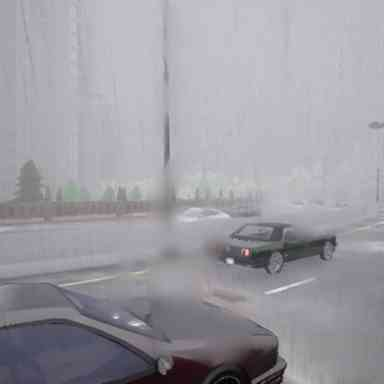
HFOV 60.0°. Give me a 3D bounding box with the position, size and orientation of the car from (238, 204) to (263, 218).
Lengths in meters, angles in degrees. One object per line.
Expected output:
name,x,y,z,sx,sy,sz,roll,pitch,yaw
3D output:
car,4.013,1.656,26.906,1.994,1.385,4.181,0,0,41

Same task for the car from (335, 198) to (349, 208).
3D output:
car,24.577,1.765,54.614,2.128,1.511,4.902,0,0,21

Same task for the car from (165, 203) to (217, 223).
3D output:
car,-0.051,1.661,27.643,1.994,1.385,4.181,0,0,43

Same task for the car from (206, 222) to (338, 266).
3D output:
car,2.747,1.628,10.648,4.718,1.301,1.895,0,0,-40

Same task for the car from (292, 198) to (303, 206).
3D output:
car,20.297,1.930,64.057,1.994,1.385,4.181,0,-1,15

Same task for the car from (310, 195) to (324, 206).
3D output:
car,23.844,1.585,63.735,2.150,2.045,5.566,0,0,15

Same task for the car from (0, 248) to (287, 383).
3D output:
car,-1.586,1.557,2.700,5.357,1.411,2.033,0,0,-36

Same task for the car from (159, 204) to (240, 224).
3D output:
car,0.278,1.581,18.114,4.674,1.442,1.812,0,0,-43
